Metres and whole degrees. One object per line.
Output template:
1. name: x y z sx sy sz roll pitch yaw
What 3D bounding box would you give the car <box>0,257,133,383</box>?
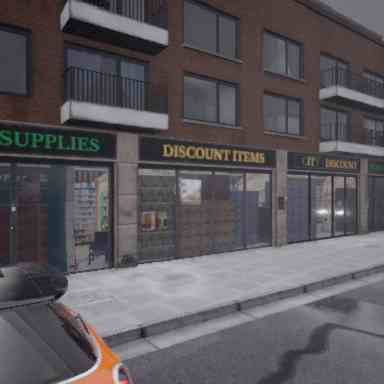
1. car: -2.543 1.352 1.577 4.553 1.767 2.097 0 0 -35
